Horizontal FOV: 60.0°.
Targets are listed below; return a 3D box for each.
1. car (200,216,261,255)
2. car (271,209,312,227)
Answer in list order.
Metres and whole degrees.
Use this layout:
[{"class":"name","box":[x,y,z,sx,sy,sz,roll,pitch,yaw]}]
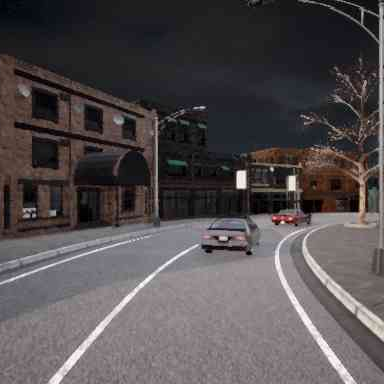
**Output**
[{"class":"car","box":[1.783,1.702,13.958,2.033,1.411,5.357,0,-1,16]},{"class":"car","box":[8.142,2.052,26.816,1.895,1.301,4.718,0,-1,36]}]
